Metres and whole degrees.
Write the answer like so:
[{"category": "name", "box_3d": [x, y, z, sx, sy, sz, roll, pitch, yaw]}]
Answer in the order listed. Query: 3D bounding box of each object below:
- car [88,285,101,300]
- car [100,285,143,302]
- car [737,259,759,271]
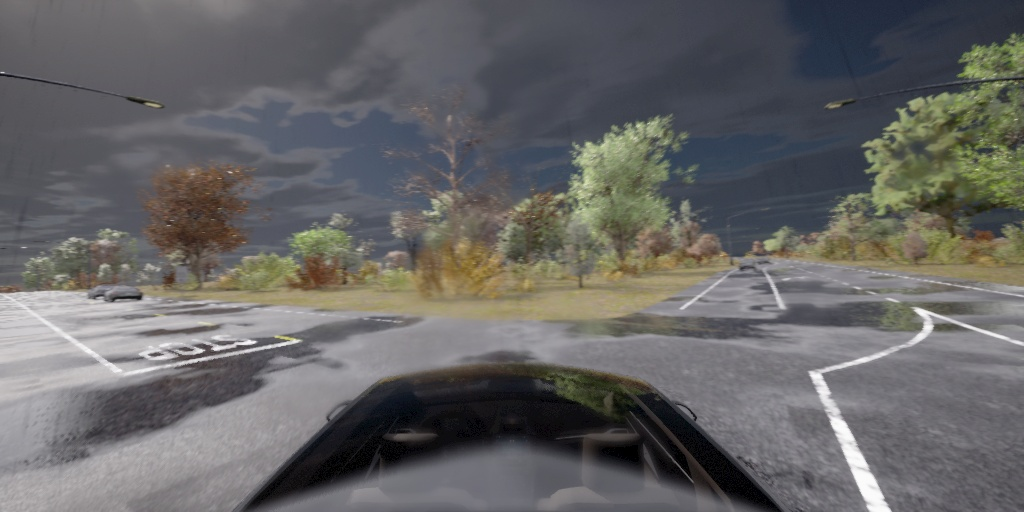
[{"category": "car", "box_3d": [-43.310, 3.800, 38.046, 5.357, 1.411, 2.033, -3, -2, 35]}, {"category": "car", "box_3d": [-35.086, 3.361, 32.388, 4.181, 1.385, 1.994, -3, -2, 34]}, {"category": "car", "box_3d": [31.612, 1.193, 48.173, 1.837, 1.490, 4.892, -6, -3, 36]}]
